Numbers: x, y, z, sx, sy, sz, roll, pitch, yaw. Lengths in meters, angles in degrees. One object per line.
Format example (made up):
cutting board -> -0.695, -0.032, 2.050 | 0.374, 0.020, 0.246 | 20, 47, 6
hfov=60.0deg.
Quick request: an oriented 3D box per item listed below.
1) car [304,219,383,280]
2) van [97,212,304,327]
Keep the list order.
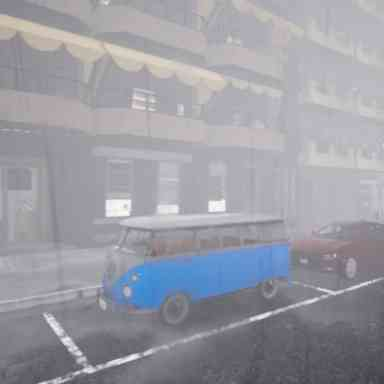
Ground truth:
car -> 4.735, 1.541, 9.933 | 4.507, 1.381, 1.887 | 0, 0, -35
van -> 0.239, 1.340, 6.725 | 3.998, 1.788, 1.690 | 0, 0, -35
